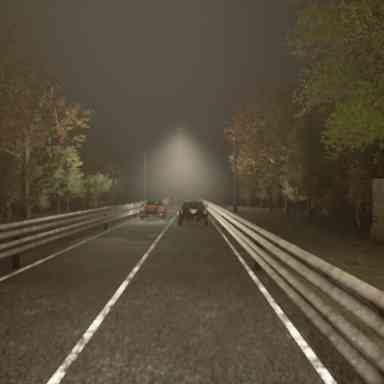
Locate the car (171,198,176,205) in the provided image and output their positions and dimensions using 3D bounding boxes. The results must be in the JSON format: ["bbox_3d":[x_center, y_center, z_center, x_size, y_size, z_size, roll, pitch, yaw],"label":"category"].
[{"bbox_3d":[-3.246,2.088,71.156,1.837,1.490,4.892,0,-1,0],"label":"car"}]

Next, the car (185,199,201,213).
[{"bbox_3d":[0.106,1.726,42.019,1.837,1.490,4.892,0,0,0],"label":"car"}]

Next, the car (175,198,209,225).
[{"bbox_3d":[0.095,1.396,24.647,2.097,1.767,4.553,0,0,0],"label":"car"}]

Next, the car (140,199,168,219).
[{"bbox_3d":[-3.342,1.433,29.587,2.097,1.767,4.553,0,-1,0],"label":"car"}]
